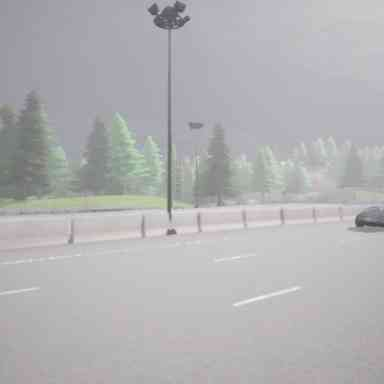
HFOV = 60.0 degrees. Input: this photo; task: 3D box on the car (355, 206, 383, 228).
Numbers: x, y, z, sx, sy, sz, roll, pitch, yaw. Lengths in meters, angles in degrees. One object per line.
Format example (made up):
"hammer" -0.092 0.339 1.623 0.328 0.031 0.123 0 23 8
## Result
"car" 12.148 1.571 21.000 4.181 1.385 1.994 0 0 -35
